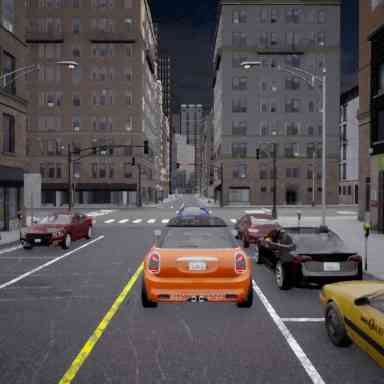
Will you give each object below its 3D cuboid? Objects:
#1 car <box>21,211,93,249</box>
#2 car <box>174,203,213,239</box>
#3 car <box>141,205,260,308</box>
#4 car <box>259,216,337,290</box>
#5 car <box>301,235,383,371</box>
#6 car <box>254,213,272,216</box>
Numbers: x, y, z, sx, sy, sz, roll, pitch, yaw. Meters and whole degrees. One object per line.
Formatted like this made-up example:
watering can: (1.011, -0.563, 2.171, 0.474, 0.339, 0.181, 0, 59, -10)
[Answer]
car: (-5.679, 1.541, 14.483, 1.887, 1.381, 4.507, -1, 0, 0)
car: (0.099, 1.473, 18.385, 1.882, 1.535, 5.008, 0, 0, 1)
car: (0.097, 1.350, 8.097, 2.097, 1.767, 4.553, 0, 0, 0)
car: (2.866, 1.564, 8.900, 1.947, 1.339, 4.313, -1, 0, 0)
car: (2.866, 1.524, 3.484, 1.752, 1.417, 4.829, -1, 0, 0)
car: (2.866, 1.578, 14.486, 1.802, 1.307, 4.206, -1, 0, 0)
